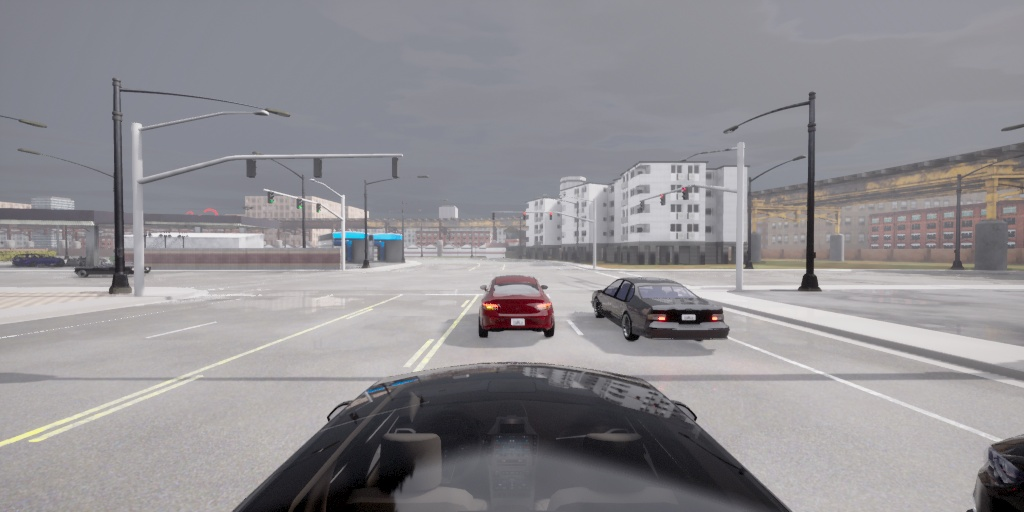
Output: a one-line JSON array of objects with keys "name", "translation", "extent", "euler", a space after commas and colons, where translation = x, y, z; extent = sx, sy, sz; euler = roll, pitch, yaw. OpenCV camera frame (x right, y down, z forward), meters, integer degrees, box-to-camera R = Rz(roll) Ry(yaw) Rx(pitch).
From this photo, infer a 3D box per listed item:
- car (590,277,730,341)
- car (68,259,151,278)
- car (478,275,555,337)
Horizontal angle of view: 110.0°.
[{"name": "car", "translation": [3.582, 1.282, 9.790], "extent": [2.033, 1.411, 5.357], "euler": [0, 0, 0]}, {"name": "car", "translation": [-33.701, 1.135, 30.268], "extent": [4.718, 1.301, 1.895], "euler": [0, 1, -1]}, {"name": "car", "translation": [0.071, 1.256, 10.074], "extent": [1.812, 1.442, 4.674], "euler": [0, 0, -1]}]
